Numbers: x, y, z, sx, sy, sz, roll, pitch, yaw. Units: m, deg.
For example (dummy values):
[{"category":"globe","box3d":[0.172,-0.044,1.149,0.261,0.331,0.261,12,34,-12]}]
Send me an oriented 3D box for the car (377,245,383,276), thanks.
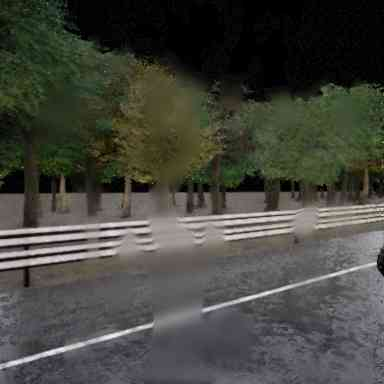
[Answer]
[{"category":"car","box3d":[6.558,1.440,8.451,4.181,1.385,1.994,-1,0,-35]}]
